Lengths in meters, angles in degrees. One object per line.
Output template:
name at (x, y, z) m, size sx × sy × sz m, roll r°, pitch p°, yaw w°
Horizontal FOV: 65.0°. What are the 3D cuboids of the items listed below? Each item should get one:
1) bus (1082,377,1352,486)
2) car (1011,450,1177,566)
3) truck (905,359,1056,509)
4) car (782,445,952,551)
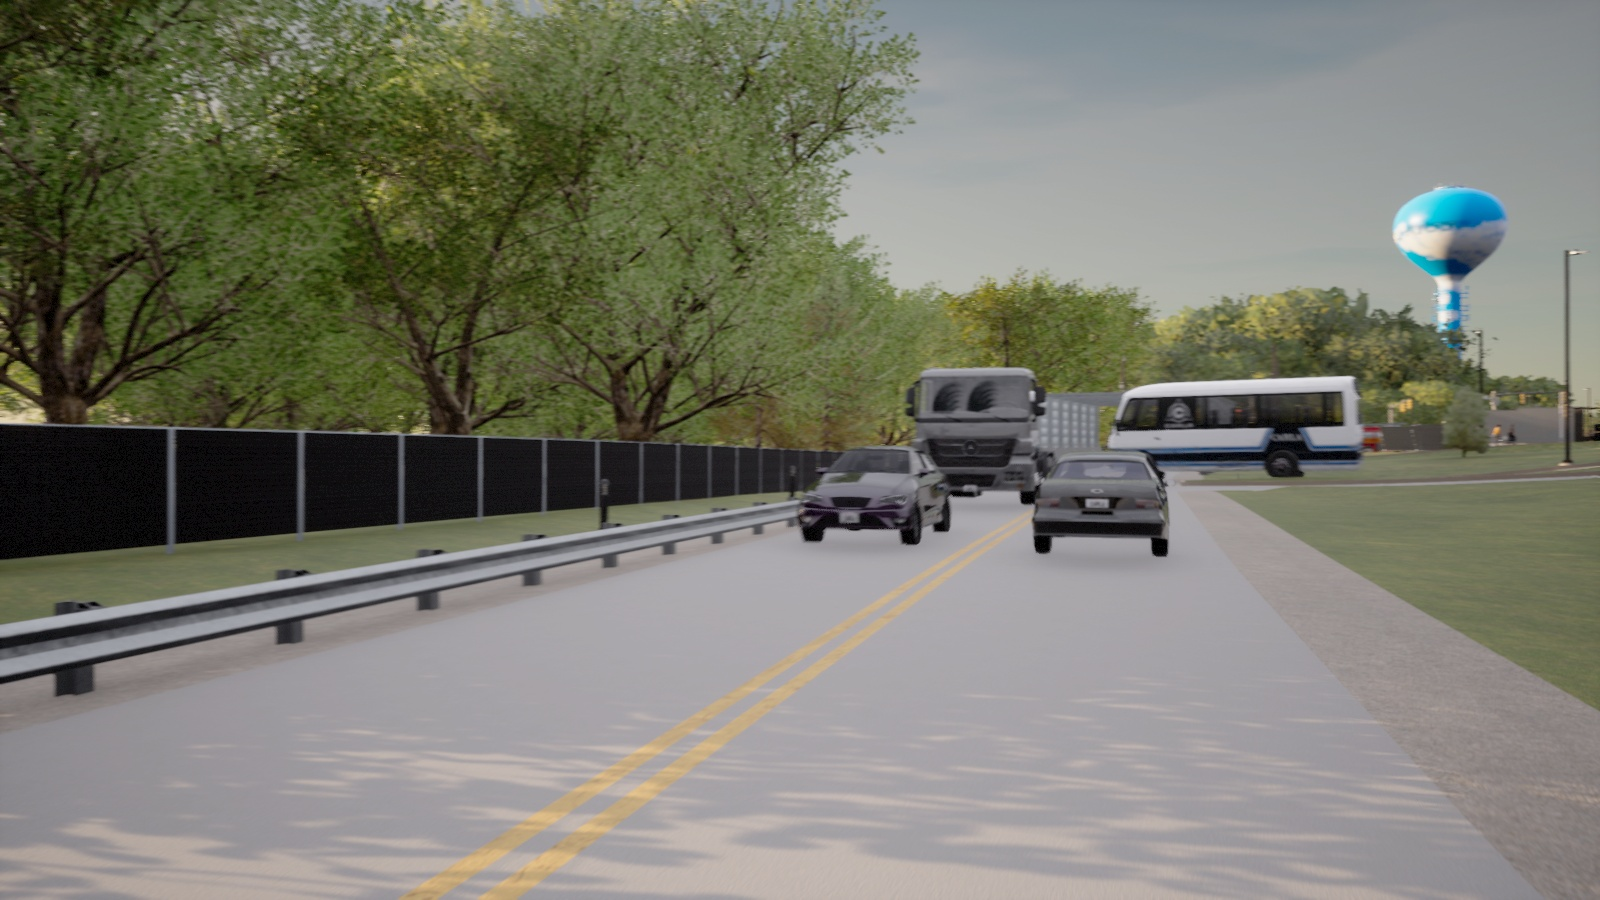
bus at (17.643, -0.779, 53.367) m, size 10.273 × 4.253 × 3.944 m, roll -1°, pitch 3°, yaw 29°
car at (4.418, 0.717, 18.454) m, size 2.033 × 1.411 × 5.357 m, roll 0°, pitch 0°, yaw 15°
truck at (4.980, -0.385, 33.266) m, size 2.891 × 3.462 × 7.936 m, roll 0°, pitch 0°, yaw 16°
car at (1.176, 0.665, 19.860) m, size 1.816 × 1.474 × 4.193 m, roll 0°, pitch 0°, yaw 16°
